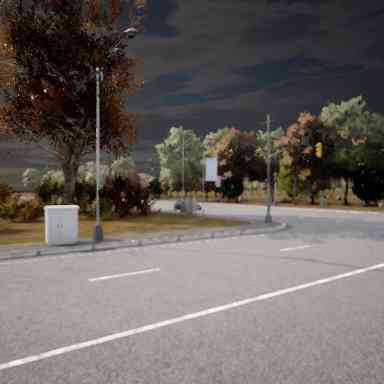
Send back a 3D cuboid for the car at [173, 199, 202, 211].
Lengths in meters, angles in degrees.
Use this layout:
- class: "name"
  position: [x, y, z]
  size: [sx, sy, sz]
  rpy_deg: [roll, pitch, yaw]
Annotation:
- class: "car"
  position: [-0.528, 1.544, 39.568]
  size: [1.994, 1.385, 4.181]
  rpy_deg: [0, 0, -33]
